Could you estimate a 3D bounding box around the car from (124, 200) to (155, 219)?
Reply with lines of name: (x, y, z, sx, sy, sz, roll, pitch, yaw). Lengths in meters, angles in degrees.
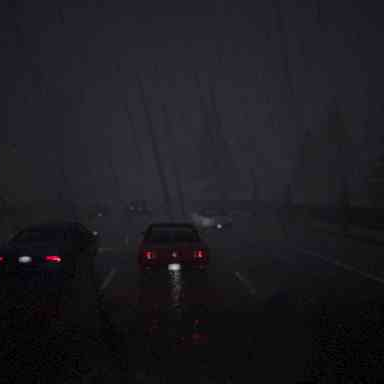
car: (-5.264, 1.505, 31.671, 2.097, 1.767, 4.553, 0, 0, -18)

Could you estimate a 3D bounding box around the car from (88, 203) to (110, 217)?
car: (-9.213, 1.770, 32.636, 1.895, 1.301, 4.718, 0, 0, -19)

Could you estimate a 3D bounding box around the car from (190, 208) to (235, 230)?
car: (1.149, 1.689, 21.329, 1.895, 1.301, 4.718, 0, 0, -11)

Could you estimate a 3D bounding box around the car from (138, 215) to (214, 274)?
car: (-0.687, 1.650, 10.771, 1.895, 1.301, 4.718, 0, 0, -6)

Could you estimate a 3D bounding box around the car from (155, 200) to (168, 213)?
car: (-4.125, 1.706, 38.912, 1.812, 1.442, 4.674, 0, 0, -21)

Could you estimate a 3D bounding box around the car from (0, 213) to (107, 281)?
car: (-4.092, 1.604, 10.100, 2.033, 1.411, 5.357, 0, 0, -6)
